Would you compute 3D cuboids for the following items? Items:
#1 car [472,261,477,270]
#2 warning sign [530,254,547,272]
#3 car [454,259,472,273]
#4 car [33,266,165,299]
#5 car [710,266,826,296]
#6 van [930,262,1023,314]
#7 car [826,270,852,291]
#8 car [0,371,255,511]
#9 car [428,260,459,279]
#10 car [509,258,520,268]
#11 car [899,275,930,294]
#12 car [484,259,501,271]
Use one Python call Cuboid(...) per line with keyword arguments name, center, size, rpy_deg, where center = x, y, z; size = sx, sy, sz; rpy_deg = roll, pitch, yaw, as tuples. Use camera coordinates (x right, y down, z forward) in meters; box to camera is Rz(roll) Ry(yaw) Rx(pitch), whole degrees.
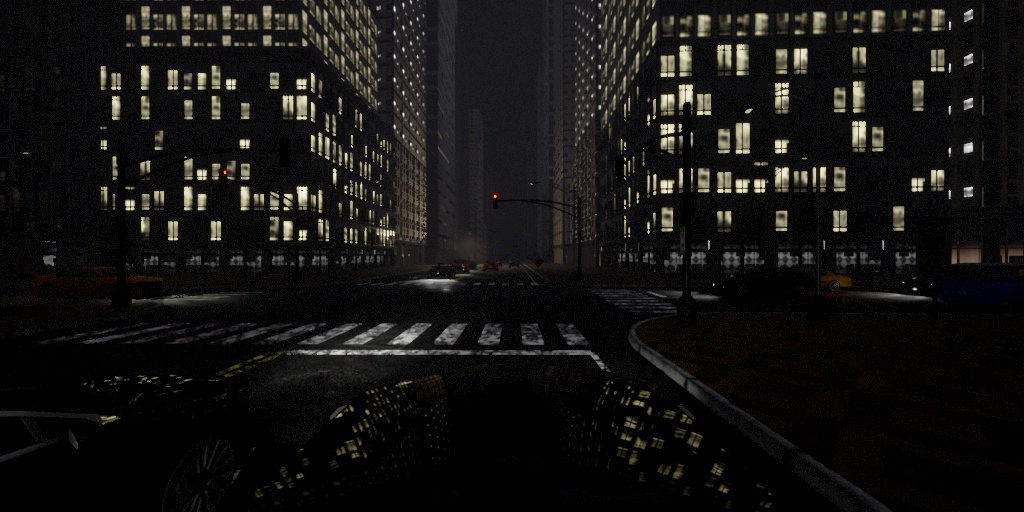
Cuboid(name="car", center=(-6.354, 1.377, 53.825), size=(2.033, 1.411, 5.357), rpy_deg=(0, 0, 0))
Cuboid(name="warning sign", center=(3.033, 0.912, 41.321), size=(1.300, 1.860, 1.060), rpy_deg=(0, 0, 0))
Cuboid(name="car", center=(-6.407, 1.154, 43.328), size=(2.097, 1.767, 4.553), rpy_deg=(0, 0, 0))
Cuboid(name="car", center=(-19.566, 1.237, 17.127), size=(5.008, 1.535, 1.882), rpy_deg=(0, 0, 1))
Cuboid(name="car", center=(13.064, 1.274, 18.836), size=(4.892, 1.490, 1.837), rpy_deg=(0, 0, 2))
Cuboid(name="van", center=(18.409, 1.120, 13.090), size=(3.998, 1.789, 1.690), rpy_deg=(0, 0, 2))
Cuboid(name="car", center=(17.177, 1.294, 21.268), size=(4.829, 1.417, 1.751), rpy_deg=(0, 0, 2))
Cuboid(name="car", center=(-3.155, 1.241, 1.132), size=(2.128, 1.511, 4.902), rpy_deg=(0, 0, 0))
Cuboid(name="car", center=(-6.453, 1.345, 33.331), size=(1.994, 1.385, 4.181), rpy_deg=(0, 0, 0))
Cuboid(name="car", center=(0.390, 1.359, 64.826), size=(2.128, 1.511, 4.902), rpy_deg=(0, 0, 1))
Cuboid(name="car", center=(23.464, 1.324, 18.412), size=(5.357, 1.411, 2.033), rpy_deg=(0, 0, 2))
Cuboid(name="car", center=(-2.921, 1.299, 50.898), size=(1.882, 1.535, 5.008), rpy_deg=(0, -1, 0))
